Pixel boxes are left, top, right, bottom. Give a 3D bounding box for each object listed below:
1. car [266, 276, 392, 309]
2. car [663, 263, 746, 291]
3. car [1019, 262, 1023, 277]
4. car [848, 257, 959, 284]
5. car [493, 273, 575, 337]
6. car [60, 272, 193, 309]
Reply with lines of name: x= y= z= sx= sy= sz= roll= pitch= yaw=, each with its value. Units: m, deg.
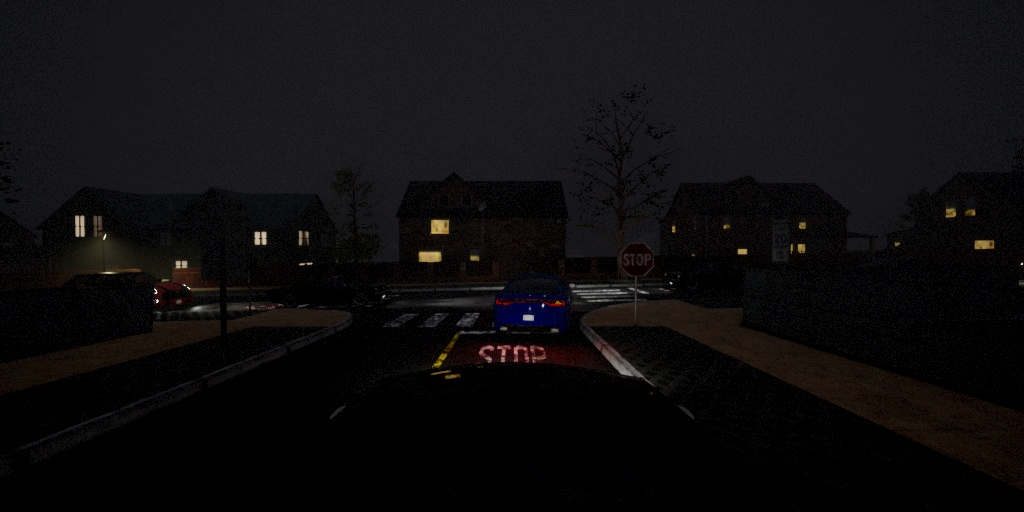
car: x=-7.807 y=1.506 z=15.651 sx=4.718 sy=1.301 sz=1.895 roll=-1 pitch=1 yaw=0
car: x=10.416 y=1.034 z=18.572 sx=4.718 sy=1.301 sz=1.895 roll=-1 pitch=1 yaw=-1
car: x=29.572 y=0.334 z=18.593 sx=4.553 sy=1.767 sz=2.097 roll=-1 pitch=1 yaw=0
car: x=20.062 y=0.753 z=18.605 sx=5.357 sy=1.411 sz=2.033 roll=-1 pitch=1 yaw=0
car: x=0.789 y=1.226 z=10.440 sx=1.882 sy=1.535 sz=5.008 roll=0 pitch=0 yaw=10
car: x=-16.794 y=1.472 z=15.646 sx=4.553 sy=1.767 sz=2.097 roll=-1 pitch=1 yaw=0
